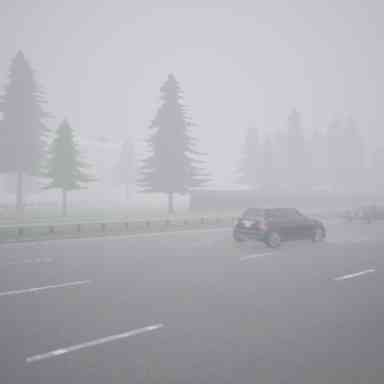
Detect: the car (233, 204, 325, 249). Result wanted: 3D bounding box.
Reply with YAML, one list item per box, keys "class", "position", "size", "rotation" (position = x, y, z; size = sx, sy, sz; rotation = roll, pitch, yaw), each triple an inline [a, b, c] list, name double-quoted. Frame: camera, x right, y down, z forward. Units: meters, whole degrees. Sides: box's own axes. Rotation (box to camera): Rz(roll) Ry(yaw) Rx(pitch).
- class: "car"
  position: [4.084, 1.427, 15.262]
  size: [4.553, 1.767, 2.097]
  rotation: [1, 0, -36]

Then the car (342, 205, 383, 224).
- class: "car"
  position: [14.208, 1.717, 26.781]
  size: [5.357, 1.411, 2.033]
  rotation: [0, 0, -37]
